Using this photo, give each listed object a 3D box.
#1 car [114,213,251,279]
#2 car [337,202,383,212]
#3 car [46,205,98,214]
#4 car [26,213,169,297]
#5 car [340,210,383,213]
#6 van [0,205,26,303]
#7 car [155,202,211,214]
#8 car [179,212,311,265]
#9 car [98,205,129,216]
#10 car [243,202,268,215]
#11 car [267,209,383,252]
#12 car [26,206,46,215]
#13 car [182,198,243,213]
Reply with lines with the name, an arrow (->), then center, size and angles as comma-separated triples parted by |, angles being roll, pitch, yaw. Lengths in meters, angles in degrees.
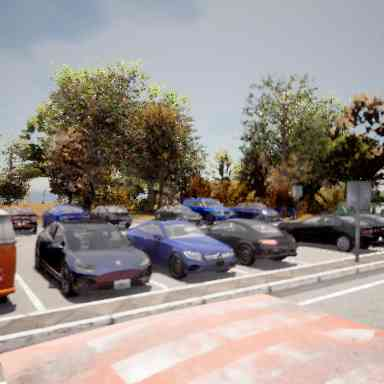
car -> -0.598, 1.634, 10.729 | 2.002, 1.452, 4.674 | 2, -1, -36
car -> 10.907, 1.636, 18.936 | 2.435, 2.045, 5.566 | 1, -1, -36
car -> -7.978, 1.570, 20.893 | 2.097, 1.535, 5.008 | 2, -1, -36
car -> -2.876, 1.563, 9.057 | 2.163, 1.488, 4.792 | 2, -1, -36
car -> 8.591, 1.871, 17.309 | 2.002, 1.452, 4.674 | 1, -1, -36
van -> -5.252, 1.247, 7.533 | 1.878, 1.987, 4.442 | 2, -1, -36
car -> -1.104, 1.750, 25.840 | 2.231, 1.521, 4.892 | 1, -1, -36
car -> 1.701, 1.695, 12.371 | 2.002, 1.452, 4.674 | 1, -1, -36
car -> -5.684, 1.632, 22.539 | 2.231, 1.521, 4.892 | 1, -1, -36
car -> 5.830, 1.787, 30.724 | 2.185, 1.767, 4.553 | 2, -1, -36
car -> 6.295, 1.773, 15.660 | 2.097, 1.535, 5.008 | 1, -1, -36
car -> -10.273, 1.510, 19.249 | 2.097, 1.535, 5.008 | 1, -1, -36
car -> 1.114, 1.553, 27.387 | 2.435, 2.045, 5.566 | 1, -1, -36
